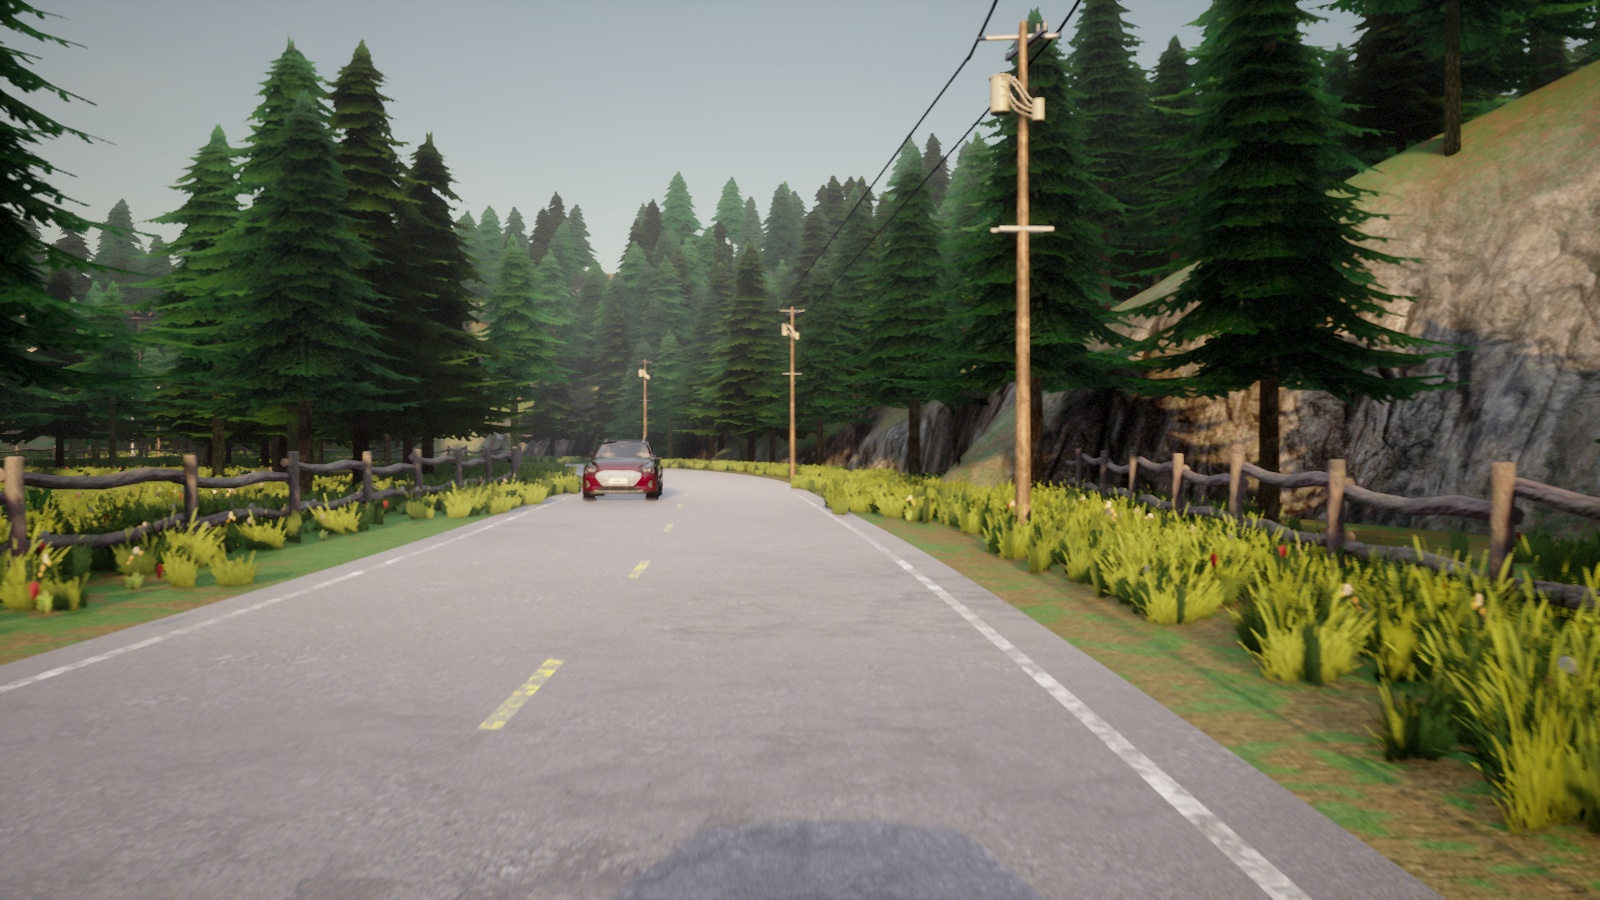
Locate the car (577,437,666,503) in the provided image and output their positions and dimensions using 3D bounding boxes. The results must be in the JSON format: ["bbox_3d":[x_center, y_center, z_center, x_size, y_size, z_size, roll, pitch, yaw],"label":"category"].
[{"bbox_3d":[-4.712,0.483,33.768,2.033,1.649,4.856,0,0,-4],"label":"car"}]
